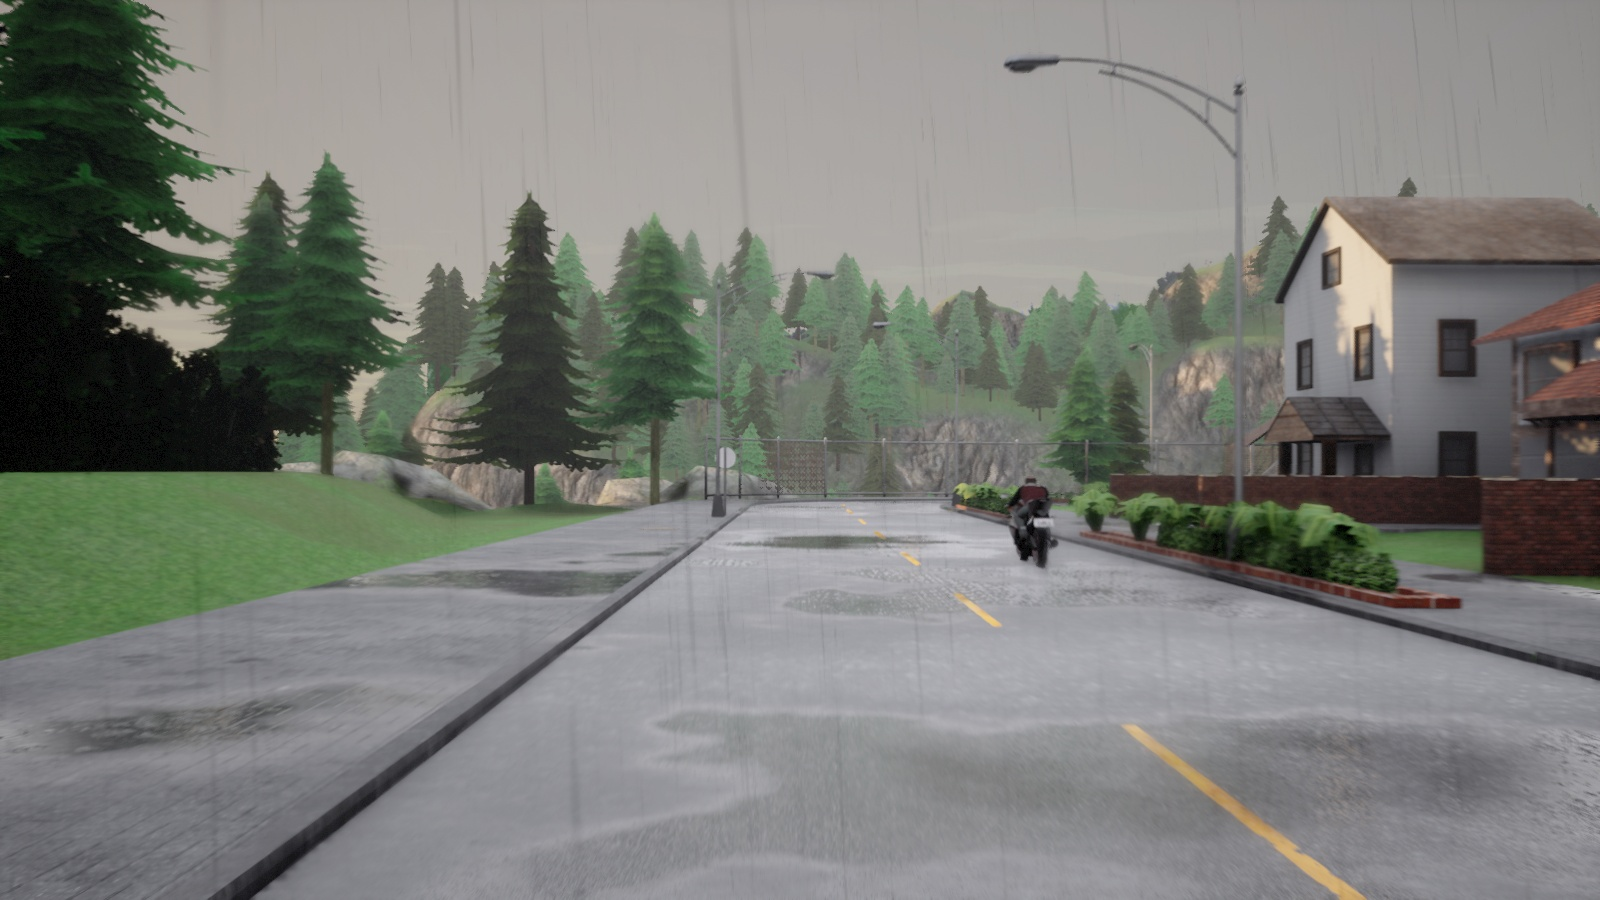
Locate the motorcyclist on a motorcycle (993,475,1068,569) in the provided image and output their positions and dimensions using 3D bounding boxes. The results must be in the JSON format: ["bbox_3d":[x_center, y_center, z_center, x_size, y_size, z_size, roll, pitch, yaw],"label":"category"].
[{"bbox_3d":[3.947,1.195,21.683,0.866,1.530,2.191,0,-1,0],"label":"motorcyclist on a motorcycle"}]
